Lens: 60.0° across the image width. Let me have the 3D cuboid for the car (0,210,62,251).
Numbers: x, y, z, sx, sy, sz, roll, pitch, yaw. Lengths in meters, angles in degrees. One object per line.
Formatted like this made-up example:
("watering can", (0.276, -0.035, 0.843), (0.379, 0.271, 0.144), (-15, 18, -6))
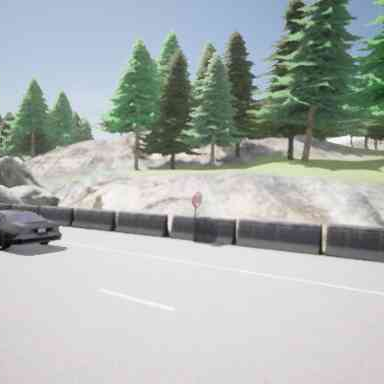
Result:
("car", (-7.568, 1.443, 13.685), (5.357, 1.411, 2.033), (1, 0, 35))
